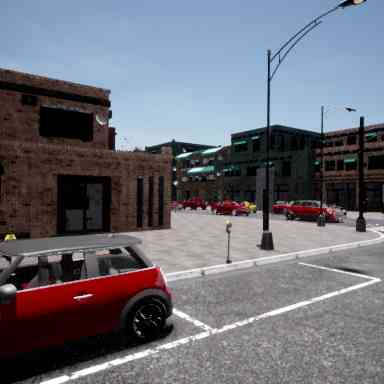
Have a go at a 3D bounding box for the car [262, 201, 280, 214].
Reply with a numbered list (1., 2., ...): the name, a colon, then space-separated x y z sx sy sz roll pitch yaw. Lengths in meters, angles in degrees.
1. car: 9.803 1.739 37.239 1.967 1.590 4.097 0 -1 -35

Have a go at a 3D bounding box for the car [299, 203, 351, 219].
1. car: 12.967 1.811 32.681 1.947 1.339 4.313 0 -1 -35

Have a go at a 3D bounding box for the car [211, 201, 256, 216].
1. car: 4.074 1.701 35.346 1.882 1.535 5.008 1 -1 -35

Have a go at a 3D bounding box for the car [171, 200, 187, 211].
1. car: -3.128 1.870 45.732 1.812 1.442 4.674 1 -1 -35

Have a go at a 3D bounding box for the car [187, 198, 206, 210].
1. car: 0.307 1.772 50.911 2.192 1.841 5.009 0 -1 -35

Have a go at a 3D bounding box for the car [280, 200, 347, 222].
1. car: 9.901 1.479 27.005 2.097 1.767 4.553 1 -1 -35

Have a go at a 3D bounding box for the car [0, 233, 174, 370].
1. car: -2.383 1.440 4.844 4.097 1.590 1.967 0 1 -36
